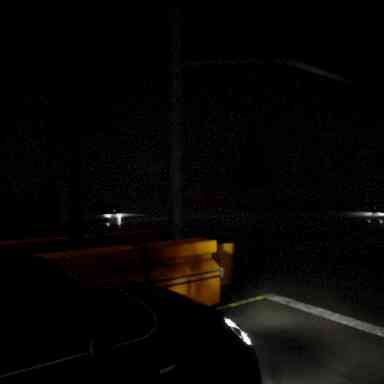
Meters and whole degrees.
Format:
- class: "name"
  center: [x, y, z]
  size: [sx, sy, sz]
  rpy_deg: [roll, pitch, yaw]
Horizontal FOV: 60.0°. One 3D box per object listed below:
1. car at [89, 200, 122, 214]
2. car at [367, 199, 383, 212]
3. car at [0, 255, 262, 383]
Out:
- class: "car"
  center: [-9.353, 1.524, 35.642]
  size: [2.033, 1.411, 5.357]
  rpy_deg: [0, 0, -36]
- class: "car"
  center: [20.831, 1.495, 36.018]
  size: [4.181, 1.385, 1.994]
  rpy_deg: [0, 0, -35]
- class: "car"
  center: [-1.529, 1.352, 2.732]
  size: [4.553, 1.767, 2.097]
  rpy_deg: [0, 0, -36]
